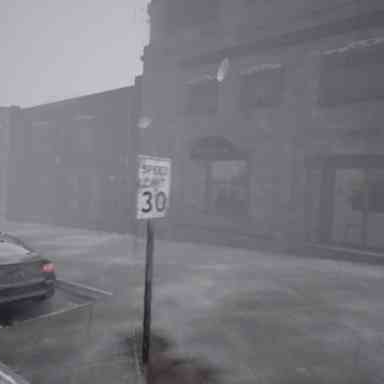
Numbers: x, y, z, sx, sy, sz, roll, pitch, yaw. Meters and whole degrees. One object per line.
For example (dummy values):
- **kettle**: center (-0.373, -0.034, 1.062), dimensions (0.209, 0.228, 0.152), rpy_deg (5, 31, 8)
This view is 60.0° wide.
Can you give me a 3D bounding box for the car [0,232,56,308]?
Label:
- **car**: center (-4.796, 1.599, 7.306), dimensions (4.674, 1.452, 2.002), rpy_deg (-1, -2, 38)
